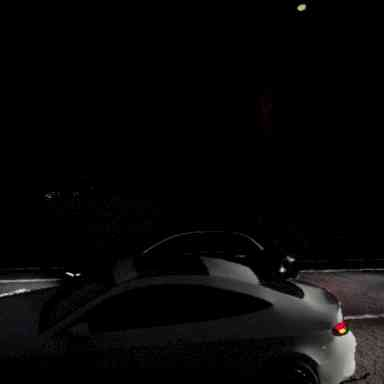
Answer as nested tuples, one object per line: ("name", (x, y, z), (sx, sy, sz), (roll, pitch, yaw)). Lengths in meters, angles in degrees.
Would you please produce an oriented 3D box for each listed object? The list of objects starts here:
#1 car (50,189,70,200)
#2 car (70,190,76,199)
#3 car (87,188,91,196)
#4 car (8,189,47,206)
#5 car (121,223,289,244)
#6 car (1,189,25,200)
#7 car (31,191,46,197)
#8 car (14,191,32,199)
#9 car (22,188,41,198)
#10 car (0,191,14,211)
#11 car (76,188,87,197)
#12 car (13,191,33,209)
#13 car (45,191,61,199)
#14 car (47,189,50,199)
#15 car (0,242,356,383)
("car", (-21.495, 0.588, 53.877), (1.752, 1.417, 4.829), (0, 1, -11))
("car", (-22.501, 0.440, 59.123), (1.967, 1.590, 4.097), (0, 1, -11))
("car", (-26.654, 0.058, 80.778), (2.192, 1.841, 5.009), (0, 1, -11))
("car", (-18.348, 0.575, 37.465), (2.192, 1.841, 5.009), (0, 1, -11))
("car", (-0.151, 1.445, 7.117), (4.892, 1.490, 1.837), (1, 0, -11))
("car", (-30.873, 0.331, 57.511), (2.192, 1.841, 5.009), (0, 1, -11))
("car", (-33.987, 0.389, 73.755), (1.947, 1.339, 4.313), (0, 1, -11))
("car", (-31.911, 0.496, 62.927), (1.887, 1.381, 4.507), (0, 1, -11))
("car", (-32.949, 0.202, 68.338), (2.192, 1.841, 5.009), (0, 1, -11))
("car", (-16.304, 0.913, 26.806), (1.752, 1.417, 4.829), (0, 1, -11))
("car", (-25.616, 0.247, 75.365), (1.967, 1.590, 4.097), (0, 1, -11))
("car", (-17.310, 0.876, 32.054), (2.008, 1.369, 4.403), (0, 1, -11))
("car", (-25.660, 0.572, 61.458), (1.895, 1.301, 4.718), (0, 1, -11))
("car", (-23.469, 0.598, 50.037), (2.128, 1.511, 4.902), (0, 1, -11))
("car", (-0.548, 1.482, 3.706), (4.674, 1.442, 1.812), (1, 0, -11))
